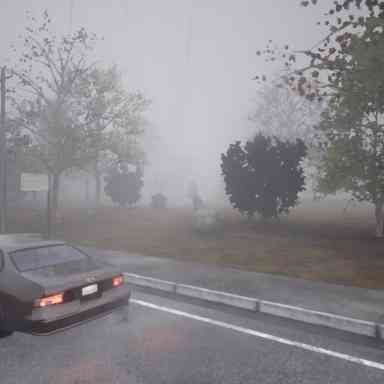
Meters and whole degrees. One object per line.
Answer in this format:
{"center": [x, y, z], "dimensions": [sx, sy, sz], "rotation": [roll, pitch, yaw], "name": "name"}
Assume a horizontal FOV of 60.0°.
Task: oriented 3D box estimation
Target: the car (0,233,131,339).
{"center": [-3.614, 1.547, 6.558], "dimensions": [5.357, 1.411, 2.033], "rotation": [0, 0, 35], "name": "car"}
